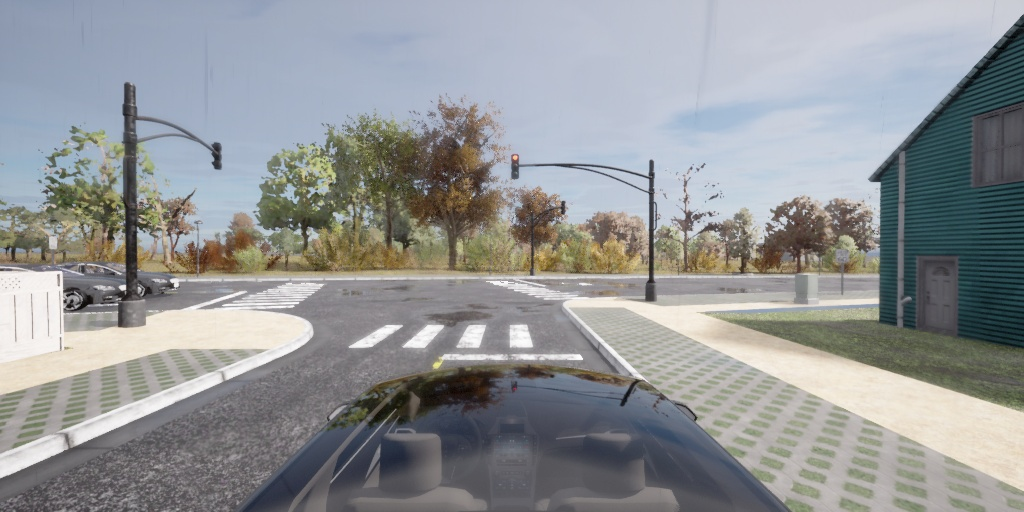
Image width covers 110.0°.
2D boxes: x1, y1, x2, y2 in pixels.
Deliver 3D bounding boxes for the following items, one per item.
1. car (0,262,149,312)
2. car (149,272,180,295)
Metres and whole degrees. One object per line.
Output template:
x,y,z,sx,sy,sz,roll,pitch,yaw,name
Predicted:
-15.957,1.019,11.887,4.902,1.511,2.128,1,0,-22,car
-17.113,0.990,14.937,4.902,1.511,2.128,1,0,-22,car
